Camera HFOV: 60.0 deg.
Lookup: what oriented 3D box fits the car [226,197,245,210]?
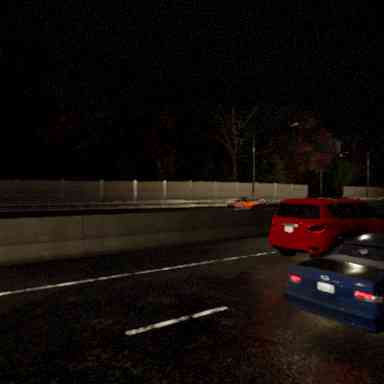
[{"bbox_3d":[6.088,1.398,38.416,4.553,1.767,2.097,0,0,-35],"label":"car"}]

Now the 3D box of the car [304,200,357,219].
[{"bbox_3d":[12.610,1.537,30.172,4.902,1.511,2.128,0,0,-35],"label":"car"}]

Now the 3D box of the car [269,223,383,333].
[{"bbox_3d":[4.156,1.558,6.711,5.357,1.411,2.033,0,0,-35],"label":"car"}]

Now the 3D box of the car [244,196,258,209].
[{"bbox_3d":[8.426,1.538,35.784,4.902,1.511,2.128,0,0,-35],"label":"car"}]

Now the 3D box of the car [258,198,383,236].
[{"bbox_3d":[5.148,1.238,11.716,5.566,2.045,2.150,0,0,-35],"label":"car"}]

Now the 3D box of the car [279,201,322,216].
[{"bbox_3d":[10.899,1.611,33.251,4.181,1.385,1.994,0,0,-35],"label":"car"}]
